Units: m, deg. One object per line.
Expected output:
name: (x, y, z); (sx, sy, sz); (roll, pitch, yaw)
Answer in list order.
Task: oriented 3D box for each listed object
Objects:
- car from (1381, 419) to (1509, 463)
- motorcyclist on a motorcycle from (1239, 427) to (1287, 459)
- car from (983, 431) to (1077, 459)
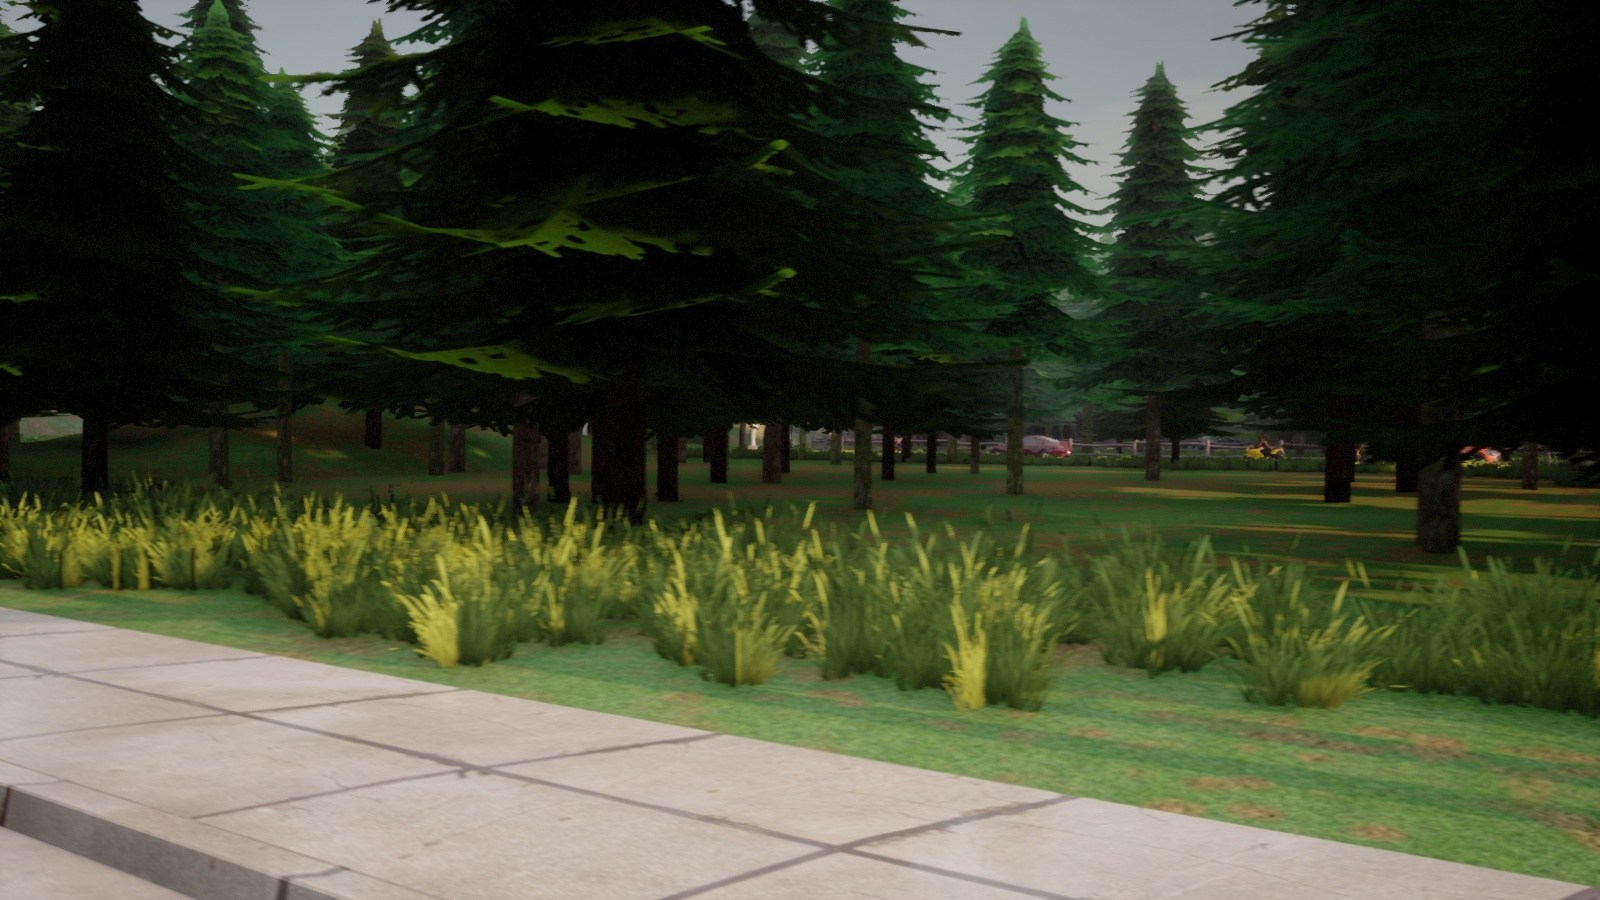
car: (27.344, -0.388, 53.296); (4.553, 1.767, 2.097); (0, 1, 36)
motorcyclist on a motorcycle: (22.498, -0.324, 61.082); (2.044, 1.523, 0.797); (0, 1, 36)
car: (12.501, -0.288, 68.303); (4.674, 1.442, 1.812); (0, 1, 36)
